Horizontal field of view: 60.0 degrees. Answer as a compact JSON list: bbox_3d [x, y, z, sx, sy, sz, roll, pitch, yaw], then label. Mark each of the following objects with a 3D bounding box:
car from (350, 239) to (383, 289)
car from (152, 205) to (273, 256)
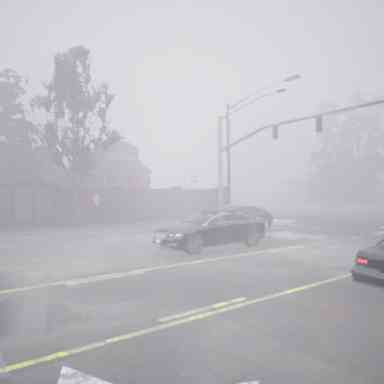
[{"bbox_3d":[5.969,1.519,8.002,5.357,1.411,2.033,0,0,-36],"label":"car"},{"bbox_3d":[0.801,1.469,13.129,4.902,1.511,2.128,0,0,-35],"label":"car"}]
